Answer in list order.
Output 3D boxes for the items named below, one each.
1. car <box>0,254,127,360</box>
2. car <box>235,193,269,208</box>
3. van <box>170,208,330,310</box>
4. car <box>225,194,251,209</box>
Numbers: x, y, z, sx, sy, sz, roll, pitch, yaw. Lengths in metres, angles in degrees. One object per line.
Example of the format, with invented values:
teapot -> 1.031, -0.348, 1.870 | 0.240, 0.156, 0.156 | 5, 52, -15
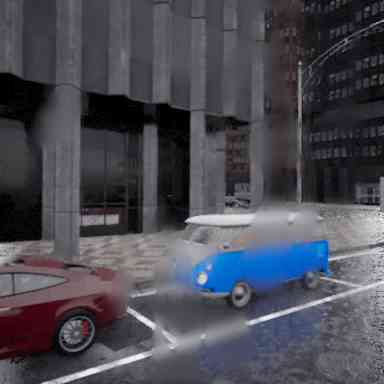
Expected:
car -> -2.972, 1.583, 4.531 | 4.206, 1.307, 1.802 | 1, -1, -35
car -> 7.939, 1.145, 45.616 | 2.150, 2.045, 5.566 | 1, 0, -36
van -> 1.462, 1.401, 7.688 | 3.998, 1.788, 1.690 | 1, -1, -35
car -> 5.427, 1.397, 43.534 | 1.837, 1.490, 4.892 | 1, 1, -36
